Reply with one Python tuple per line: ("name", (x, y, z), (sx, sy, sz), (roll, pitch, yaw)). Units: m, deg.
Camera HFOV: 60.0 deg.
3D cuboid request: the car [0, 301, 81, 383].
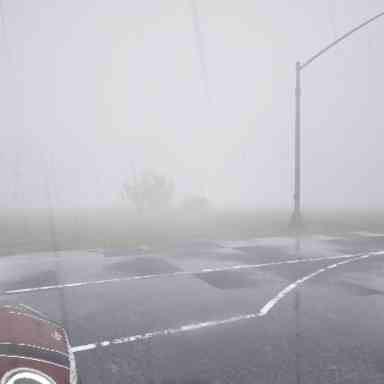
("car", (-3.086, 1.355, 2.153), (4.553, 1.767, 2.097), (0, 0, -25))
